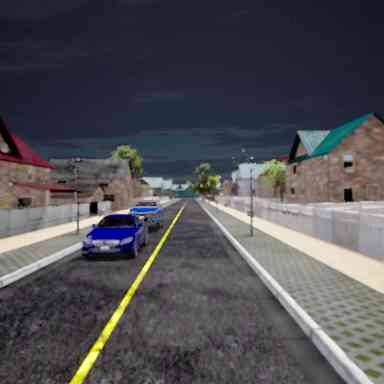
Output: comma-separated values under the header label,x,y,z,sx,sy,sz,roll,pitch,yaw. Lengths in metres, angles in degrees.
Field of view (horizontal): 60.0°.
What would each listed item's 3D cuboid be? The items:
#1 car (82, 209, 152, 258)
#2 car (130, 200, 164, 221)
label,x,y,z,sx,sy,sz,roll,pitch,yaw
car,-2.864,1.600,13.231,1.812,1.442,4.674,0,0,0
car,-2.795,1.211,21.078,1.882,1.535,5.008,0,0,0
